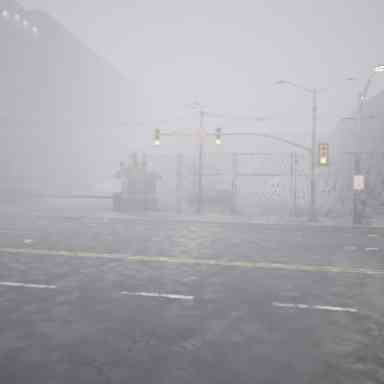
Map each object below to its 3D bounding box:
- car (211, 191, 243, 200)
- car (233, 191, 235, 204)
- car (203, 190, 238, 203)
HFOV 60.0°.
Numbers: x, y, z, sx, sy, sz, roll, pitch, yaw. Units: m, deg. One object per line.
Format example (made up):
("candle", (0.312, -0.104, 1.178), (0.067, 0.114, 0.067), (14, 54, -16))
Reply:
("car", (5.489, 0.513, 51.388), (4.718, 1.301, 1.895), (1, 1, 11))
("car", (2.065, 0.539, 33.611), (4.553, 1.767, 2.185), (1, 1, 11))
("car", (3.539, 0.546, 41.066), (4.193, 1.474, 1.816), (1, 1, 11))
